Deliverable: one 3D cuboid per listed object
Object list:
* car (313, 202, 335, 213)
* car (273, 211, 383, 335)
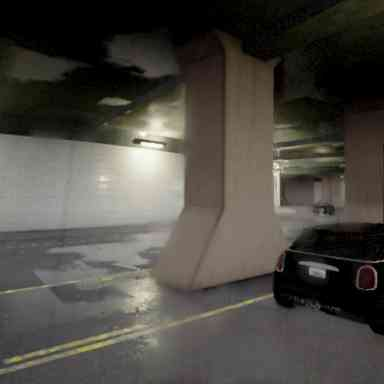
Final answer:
[{"bbox_3d":[14.616,1.821,36.680,2.128,1.511,4.902,0,0,29],"label":"car"},{"bbox_3d":[3.783,1.422,7.066,4.553,1.767,2.097,1,0,-40],"label":"car"}]
